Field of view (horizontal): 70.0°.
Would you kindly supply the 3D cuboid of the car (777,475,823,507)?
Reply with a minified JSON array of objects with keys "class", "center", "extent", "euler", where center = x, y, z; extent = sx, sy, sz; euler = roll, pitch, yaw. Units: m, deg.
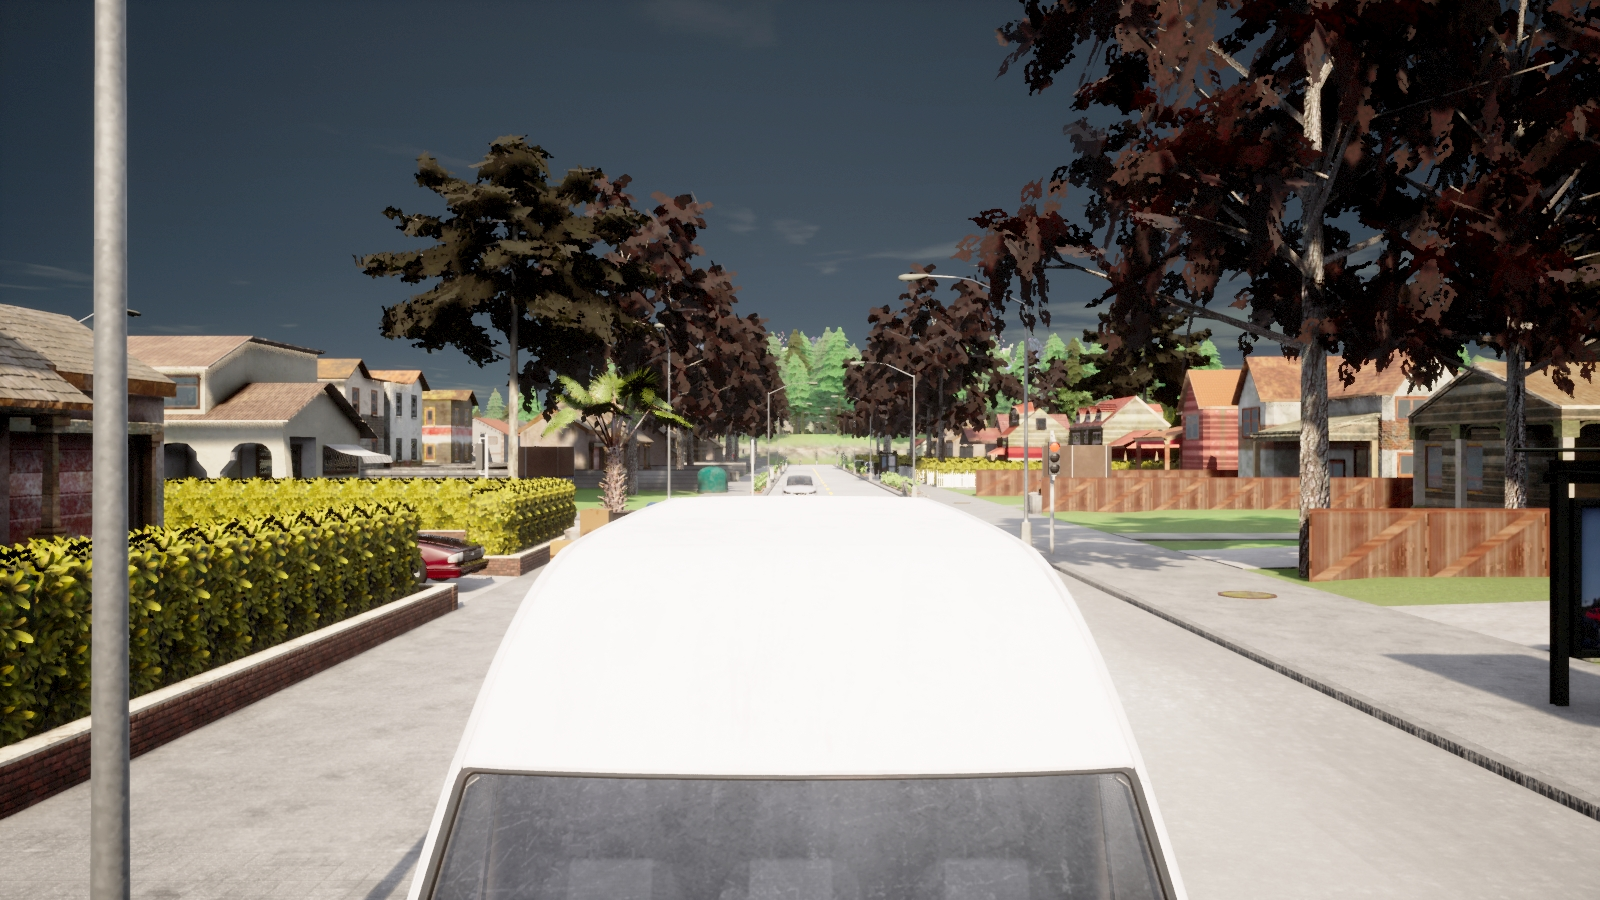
[{"class":"car","center":[-0.013,2.085,58.570],"extent":[2.231,1.480,4.892],"euler":[0,0,0]}]

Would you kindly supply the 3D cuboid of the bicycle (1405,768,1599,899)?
[{"class":"bicycle","center":[2.687,2.062,3.843],"extent":[0.329,1.471,1.835],"euler":[0,0,0]}]

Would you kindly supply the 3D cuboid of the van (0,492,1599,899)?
[{"class":"van","center":[0.002,1.537,4.030],"extent":[1.988,2.561,5.915],"euler":[0,0,0]}]
